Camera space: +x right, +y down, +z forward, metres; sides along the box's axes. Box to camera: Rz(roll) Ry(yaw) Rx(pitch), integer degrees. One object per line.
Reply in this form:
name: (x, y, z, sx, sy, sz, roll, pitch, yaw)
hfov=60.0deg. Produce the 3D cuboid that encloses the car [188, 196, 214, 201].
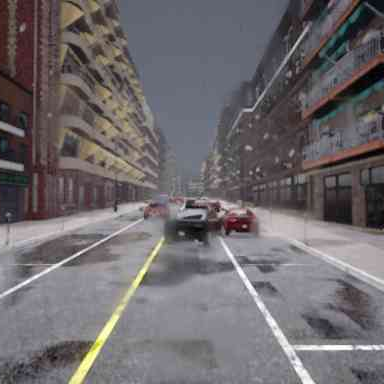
car: (0.809, 1.488, 31.361, 1.801, 1.575, 5.366, 0, 0, 0)

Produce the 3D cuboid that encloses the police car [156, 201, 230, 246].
police car: (0.267, 1.435, 15.547, 1.930, 1.638, 5.238, 0, 0, 15)

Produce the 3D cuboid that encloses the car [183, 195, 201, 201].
car: (-0.026, 1.556, 50.880, 1.882, 1.535, 5.008, 0, 0, 0)

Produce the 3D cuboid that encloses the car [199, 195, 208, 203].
car: (2.556, 1.597, 73.808, 1.967, 1.590, 4.097, 1, 0, 0)

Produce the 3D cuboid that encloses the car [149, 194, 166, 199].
car: (-5.314, 1.381, 46.213, 2.192, 1.841, 5.009, 2, 0, 0)

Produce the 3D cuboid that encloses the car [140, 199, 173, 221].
car: (-2.863, 1.552, 27.703, 1.812, 1.442, 4.674, 0, 0, 0)

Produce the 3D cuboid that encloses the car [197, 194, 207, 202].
car: (2.512, 1.519, 84.870, 2.192, 1.841, 5.009, 1, 0, 0)

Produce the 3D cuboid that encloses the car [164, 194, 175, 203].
car: (-5.331, 1.495, 79.394, 2.192, 1.841, 5.009, 1, 0, 0)

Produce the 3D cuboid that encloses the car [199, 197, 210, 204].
car: (2.549, 1.680, 68.275, 1.887, 1.381, 4.507, 1, 0, 0)

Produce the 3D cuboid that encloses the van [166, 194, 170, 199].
van: (-5.320, 1.438, 57.272, 1.690, 1.788, 3.998, 2, 0, 0)

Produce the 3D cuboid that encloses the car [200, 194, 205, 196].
car: (2.552, 1.660, 62.745, 1.887, 1.381, 4.507, 1, 0, 0)

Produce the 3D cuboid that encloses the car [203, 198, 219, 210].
car: (2.560, 1.617, 46.154, 2.008, 1.369, 4.403, 1, 0, 0)

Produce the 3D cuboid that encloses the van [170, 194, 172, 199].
van: (-5.324, 1.457, 62.804, 1.690, 1.788, 3.998, 1, 0, 0)

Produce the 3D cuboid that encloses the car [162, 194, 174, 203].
car: (-5.329, 1.473, 73.864, 2.192, 1.841, 5.009, 1, 0, 0)

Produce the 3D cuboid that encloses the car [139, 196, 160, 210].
car: (-5.316, 1.579, 40.511, 1.752, 1.417, 4.829, 2, 0, 0)

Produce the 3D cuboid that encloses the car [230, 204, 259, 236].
car: (2.575, 1.558, 18.500, 1.887, 1.381, 4.507, 1, 0, 0)

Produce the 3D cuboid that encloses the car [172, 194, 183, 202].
car: (-2.786, 1.388, 68.488, 2.150, 2.045, 5.566, 0, 0, 0)
